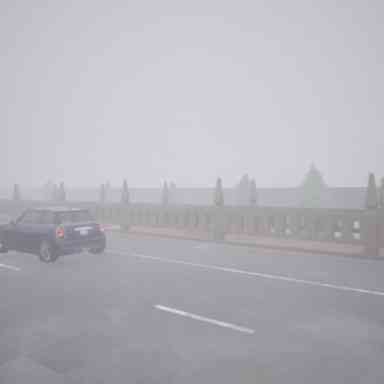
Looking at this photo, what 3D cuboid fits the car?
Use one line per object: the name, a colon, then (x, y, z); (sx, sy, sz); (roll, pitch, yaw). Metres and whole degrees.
car: (-5.239, 1.325, 12.029); (4.553, 1.767, 2.097); (0, 0, 36)
